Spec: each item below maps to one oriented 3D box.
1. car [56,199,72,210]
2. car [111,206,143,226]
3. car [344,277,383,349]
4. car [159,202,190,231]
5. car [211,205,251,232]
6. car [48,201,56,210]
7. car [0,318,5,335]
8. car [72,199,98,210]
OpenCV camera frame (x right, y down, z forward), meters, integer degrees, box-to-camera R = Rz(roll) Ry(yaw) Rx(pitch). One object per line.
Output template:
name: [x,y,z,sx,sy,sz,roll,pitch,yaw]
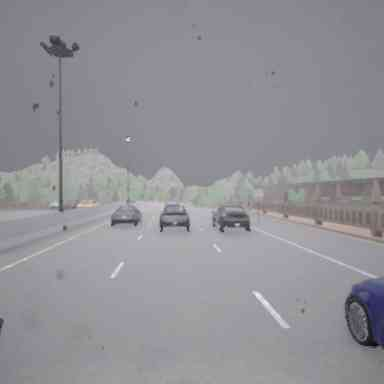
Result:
car: [-16.981,1.747,46.850,2.097,1.767,4.553,0,-1,-3]
car: [-4.875,1.741,25.260,1.994,1.385,4.181,0,0,-4]
car: [3.380,1.527,3.397,1.812,1.442,4.674,0,0,-1]
car: [-1.134,1.626,21.636,2.128,1.511,4.902,0,0,-4]
car: [2.404,1.616,21.154,1.837,1.490,4.892,0,0,-4]
car: [-20.803,2.085,51.884,1.812,1.442,4.674,0,-2,-3]
car: [-3.518,1.579,2.247,2.033,1.411,5.357,0,0,-2]
car: [-13.160,1.800,41.936,1.882,1.535,5.008,0,0,-3]
